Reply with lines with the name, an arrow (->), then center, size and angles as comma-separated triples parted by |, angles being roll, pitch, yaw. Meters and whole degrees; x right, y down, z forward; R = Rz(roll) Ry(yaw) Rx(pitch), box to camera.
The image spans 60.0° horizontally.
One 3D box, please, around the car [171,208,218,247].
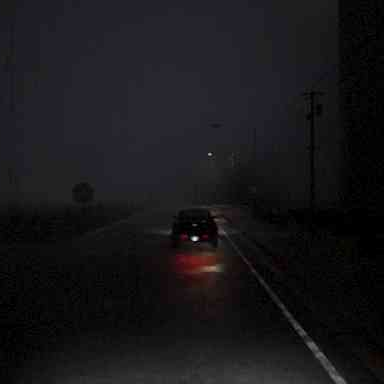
car -> 0.115, 1.495, 14.912 | 1.837, 1.490, 4.892 | 0, 0, 0
